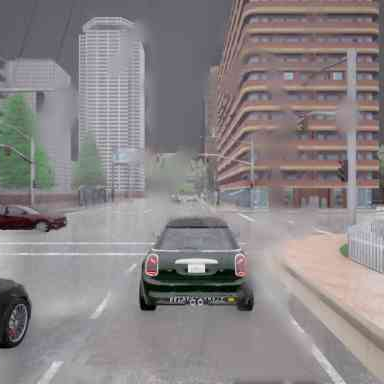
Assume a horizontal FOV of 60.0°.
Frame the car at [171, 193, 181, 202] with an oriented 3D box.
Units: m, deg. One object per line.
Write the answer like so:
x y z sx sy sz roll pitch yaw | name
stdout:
-3.634 1.219 76.075 2.150 2.045 5.566 0 0 0 | car

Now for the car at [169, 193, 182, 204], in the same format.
-3.517 1.491 66.074 2.128 1.511 4.902 0 0 0 | car

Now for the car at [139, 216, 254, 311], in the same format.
0.099 1.352 7.924 2.097 1.767 4.553 0 0 1 | car

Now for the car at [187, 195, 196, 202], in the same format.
-0.134 1.518 76.332 1.812 1.442 4.674 0 0 0 | car

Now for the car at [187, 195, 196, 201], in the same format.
-0.150 1.506 85.332 2.128 1.511 4.902 0 0 0 | car

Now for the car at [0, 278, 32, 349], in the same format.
-3.431 1.526 3.305 1.812 1.442 4.674 0 0 0 | car

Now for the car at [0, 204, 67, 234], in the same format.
-9.629 1.459 18.641 5.008 1.535 1.882 0 0 0 | car
